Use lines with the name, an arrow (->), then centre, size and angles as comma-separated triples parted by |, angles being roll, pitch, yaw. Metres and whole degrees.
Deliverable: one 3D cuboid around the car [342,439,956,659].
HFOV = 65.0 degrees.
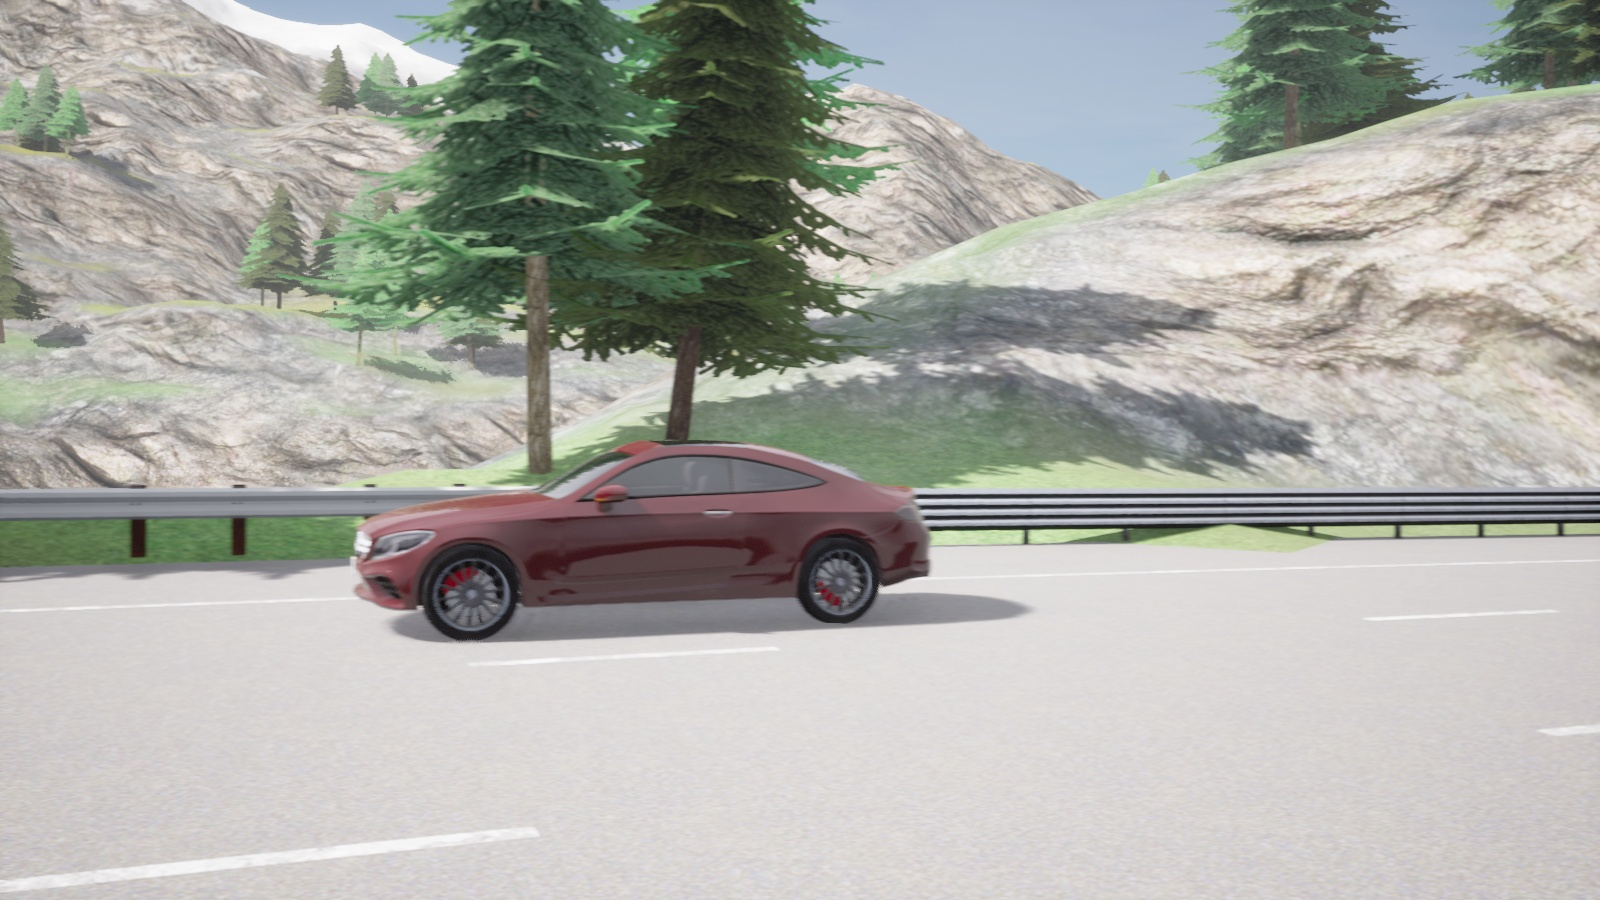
car -> -1.242, 0.666, 10.269 | 4.674, 1.442, 1.812 | -1, 1, -20
